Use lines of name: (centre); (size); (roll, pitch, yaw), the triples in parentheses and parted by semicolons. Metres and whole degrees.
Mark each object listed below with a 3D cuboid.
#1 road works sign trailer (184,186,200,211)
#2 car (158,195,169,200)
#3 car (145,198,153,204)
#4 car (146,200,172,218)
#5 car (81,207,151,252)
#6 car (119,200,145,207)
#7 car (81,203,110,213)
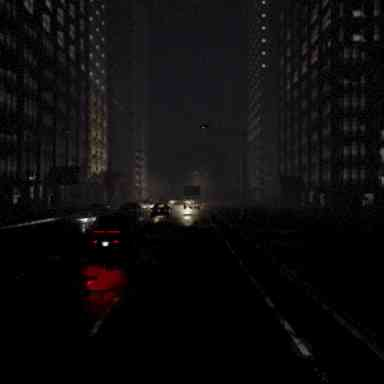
road works sign trailer: (0.024, 0.893, 48.674); (2.380, 3.560, 2.880); (0, -1, 1)
car: (-6.490, 1.672, 76.393); (2.150, 2.045, 5.566); (0, -1, 0)
car: (-9.741, 2.102, 75.042); (2.128, 1.511, 4.902); (0, -1, 0)
car: (-3.147, 1.848, 34.157); (2.033, 1.411, 5.357); (0, 0, 0)
car: (-3.146, 1.634, 14.514); (1.837, 1.490, 4.892); (0, 0, 0)
car: (-6.584, 1.789, 35.406); (1.882, 1.535, 5.008); (0, -1, 0)
car: (-9.838, 1.853, 34.637); (2.033, 1.411, 5.357); (0, -1, 0)
